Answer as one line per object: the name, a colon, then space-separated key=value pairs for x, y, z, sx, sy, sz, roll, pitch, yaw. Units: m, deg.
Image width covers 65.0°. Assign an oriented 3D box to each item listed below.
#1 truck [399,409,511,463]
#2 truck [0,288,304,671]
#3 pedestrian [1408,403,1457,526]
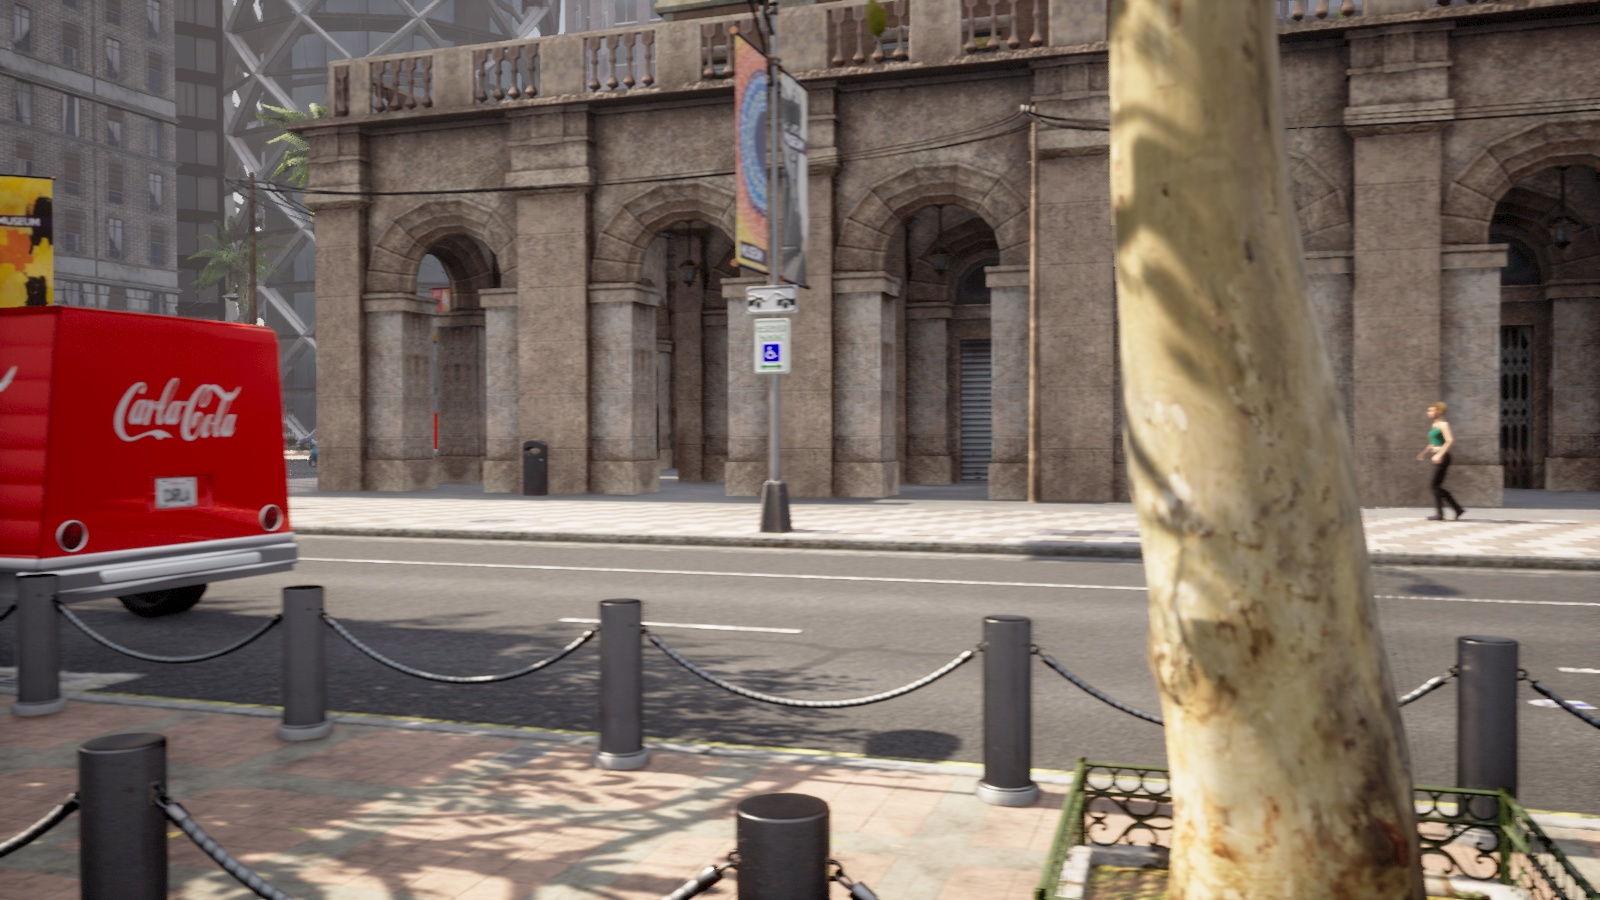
truck: x=-16.265 y=-0.674 z=59.493 sx=2.627 sy=2.467 sz=5.204 roll=1 pitch=1 yaw=19
truck: x=-7.068 y=0.150 z=10.200 sx=5.204 sy=2.467 sz=2.627 roll=1 pitch=1 yaw=20
pedestrian: x=9.566 y=0.215 z=19.011 sx=0.594 sy=1.836 sz=0.345 roll=1 pitch=1 yaw=18
